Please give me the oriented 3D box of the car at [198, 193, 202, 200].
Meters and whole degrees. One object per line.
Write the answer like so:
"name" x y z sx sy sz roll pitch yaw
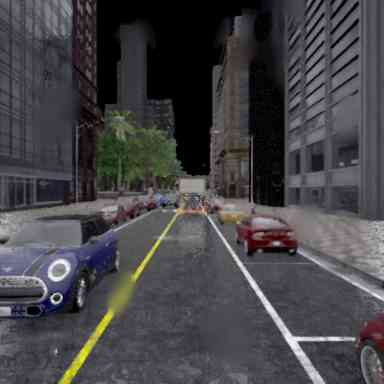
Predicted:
"car" 2.735 1.329 61.899 2.192 1.841 5.009 0 0 0

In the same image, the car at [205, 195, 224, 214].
"car" 2.745 1.440 34.774 1.967 1.590 4.097 0 0 0

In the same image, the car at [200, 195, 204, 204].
"car" 2.740 1.559 51.049 2.008 1.369 4.403 0 0 0

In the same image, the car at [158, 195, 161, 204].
"car" -5.784 1.549 45.633 1.887 1.381 4.507 0 0 0

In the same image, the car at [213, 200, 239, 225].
"car" 2.750 1.523 24.094 1.752 1.417 4.829 0 0 0

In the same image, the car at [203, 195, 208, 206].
"car" 2.743 1.442 40.199 1.967 1.590 4.097 0 0 0

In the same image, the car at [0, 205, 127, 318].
"car" -3.090 1.349 7.667 2.097 1.767 4.553 0 0 0

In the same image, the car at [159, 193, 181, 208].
"car" -3.087 1.230 47.750 2.150 2.045 5.566 0 0 0

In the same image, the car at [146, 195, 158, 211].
"car" -5.782 1.317 40.208 2.192 1.841 5.009 0 0 0

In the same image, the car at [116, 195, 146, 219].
"car" -5.778 1.313 29.356 2.192 1.841 5.009 0 0 0

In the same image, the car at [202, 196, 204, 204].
"car" 2.741 1.550 45.624 1.887 1.381 4.507 0 0 0

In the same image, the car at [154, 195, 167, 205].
"car" -5.790 1.453 61.912 1.967 1.590 4.097 0 0 0

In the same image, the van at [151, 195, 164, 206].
"van" -5.789 1.352 56.486 1.690 1.788 3.998 0 0 0

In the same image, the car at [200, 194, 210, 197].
"car" 2.738 1.537 56.644 1.752 1.417 4.829 0 0 0

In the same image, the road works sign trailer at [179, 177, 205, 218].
"road works sign trailer" -0.012 0.463 30.047 2.380 3.560 2.880 0 0 0

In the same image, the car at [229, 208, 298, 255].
"car" 2.754 1.542 13.074 1.887 1.381 4.507 0 0 0

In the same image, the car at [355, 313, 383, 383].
"car" 2.759 1.581 2.224 1.802 1.307 4.206 0 0 0

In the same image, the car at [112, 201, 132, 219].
"car" -5.775 1.579 23.930 1.802 1.307 4.206 0 0 0
